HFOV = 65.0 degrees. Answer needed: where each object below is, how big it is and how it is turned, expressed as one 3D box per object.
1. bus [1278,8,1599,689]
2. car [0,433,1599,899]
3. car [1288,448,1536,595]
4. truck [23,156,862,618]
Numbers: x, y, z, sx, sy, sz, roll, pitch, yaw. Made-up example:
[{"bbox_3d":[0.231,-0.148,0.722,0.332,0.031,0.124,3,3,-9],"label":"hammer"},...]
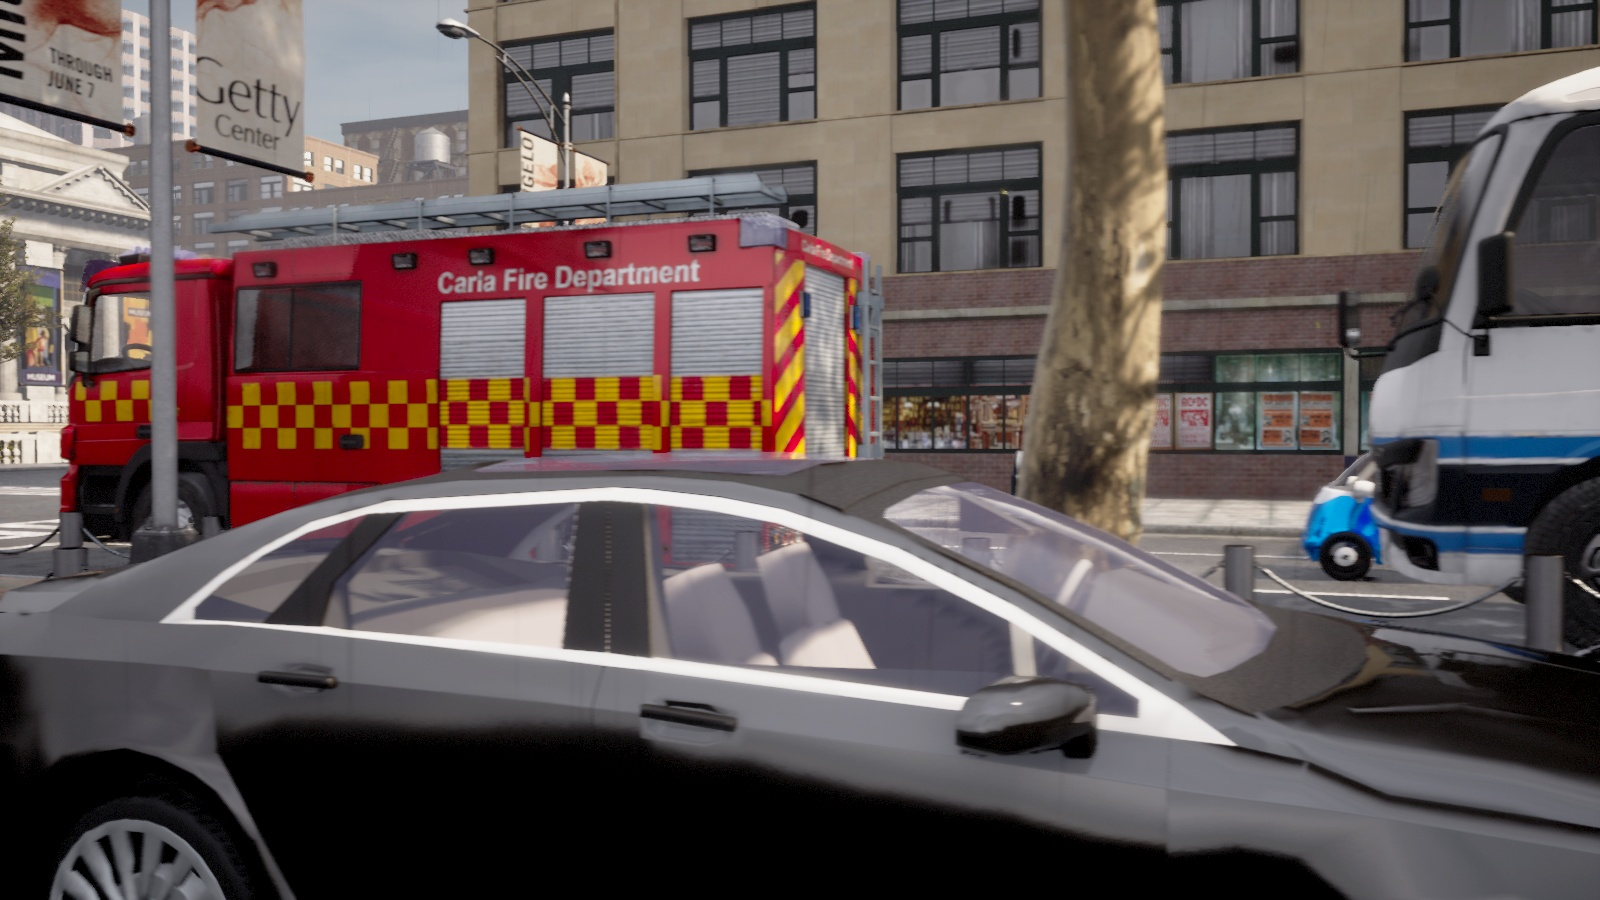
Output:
[{"bbox_3d":[8.750,-0.651,8.535,10.273,4.253,3.944,0,1,21],"label":"bus"},{"bbox_3d":[0.090,0.726,3.292,4.902,1.511,2.128,1,1,21],"label":"car"},{"bbox_3d":[6.337,0.690,13.220,2.207,1.376,1.481,1,1,21],"label":"car"},{"bbox_3d":[-3.831,-0.583,13.276,8.468,3.827,2.891,1,1,21],"label":"truck"}]
